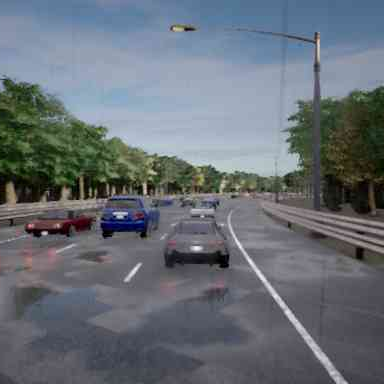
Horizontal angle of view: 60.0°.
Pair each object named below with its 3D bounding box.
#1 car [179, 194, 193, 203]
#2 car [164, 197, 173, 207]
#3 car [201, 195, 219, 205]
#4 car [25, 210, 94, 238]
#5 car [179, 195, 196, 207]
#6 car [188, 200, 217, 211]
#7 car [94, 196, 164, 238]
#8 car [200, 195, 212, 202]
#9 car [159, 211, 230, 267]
[{"bbox_3d":[-1.269,1.311,70.641,2.097,1.767,4.553,0,0,10],"label":"car"},{"bbox_3d":[-4.038,1.472,50.024,1.882,1.535,5.008,0,0,7],"label":"car"},{"bbox_3d":[2.262,1.491,43.681,1.882,1.535,5.008,0,0,6],"label":"car"},{"bbox_3d":[-6.666,1.593,17.547,1.895,1.301,4.718,0,0,3],"label":"car"},{"bbox_3d":[-0.375,1.531,51.227,1.812,1.442,4.674,0,0,7],"label":"car"},{"bbox_3d":[0.949,1.609,28.125,1.895,1.301,4.718,0,0,4],"label":"car"},{"bbox_3d":[-3.105,1.220,17.692,2.150,2.045,5.566,0,0,3],"label":"car"},{"bbox_3d":[3.372,1.489,77.177,2.033,1.411,5.357,0,0,10],"label":"car"},{"bbox_3d":[0.189,1.567,11.420,1.994,1.385,4.181,0,0,2],"label":"car"}]
